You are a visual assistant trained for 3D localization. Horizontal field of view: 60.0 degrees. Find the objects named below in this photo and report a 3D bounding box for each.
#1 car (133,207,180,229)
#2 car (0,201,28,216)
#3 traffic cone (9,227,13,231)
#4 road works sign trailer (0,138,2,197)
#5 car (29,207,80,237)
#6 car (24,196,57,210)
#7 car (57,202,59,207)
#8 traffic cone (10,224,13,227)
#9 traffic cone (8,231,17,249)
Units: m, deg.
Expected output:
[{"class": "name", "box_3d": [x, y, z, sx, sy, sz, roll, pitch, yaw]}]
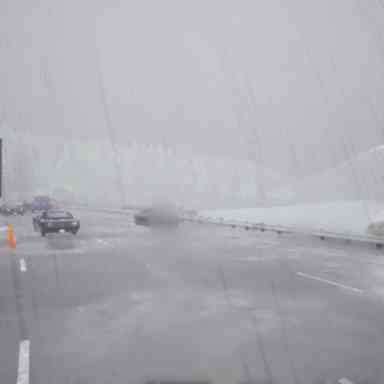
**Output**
[{"class": "car", "box_3d": [-2.579, 1.748, 23.331, 1.994, 1.385, 4.181, 1, -1, -33]}, {"class": "car", "box_3d": [-19.450, 1.865, 35.576, 1.895, 1.301, 4.718, 1, -1, -40]}, {"class": "traffic cone", "box_3d": [-8.430, 2.072, 15.592, 0.340, 0.580, 0.340, 0, -1, -29]}, {"class": "road works sign trailer", "box_3d": [-5.368, 0.516, 7.011, 2.380, 3.560, 2.880, 0, -1, -29]}, {"class": "car", "box_3d": [-8.025, 1.748, 19.349, 1.895, 1.301, 4.718, 0, -1, -32]}, {"class": "car", "box_3d": [-18.764, 1.521, 40.163, 2.150, 2.045, 5.566, 1, -1, -42]}, {"class": "car", "box_3d": [-20.657, 1.710, 47.267, 2.097, 1.767, 4.553, 0, 0, -43]}, {"class": "traffic cone", "box_3d": [-9.400, 2.085, 17.341, 0.340, 0.580, 0.340, 0, -1, -29]}, {"class": "traffic cone", "box_3d": [-7.461, 2.059, 13.843, 0.340, 0.580, 0.340, 0, -1, -29]}]
